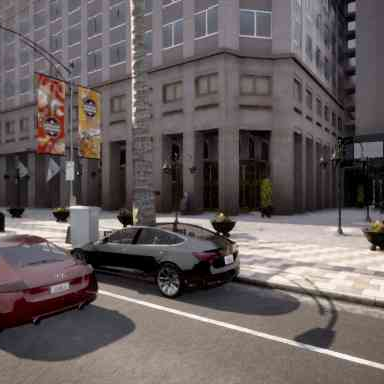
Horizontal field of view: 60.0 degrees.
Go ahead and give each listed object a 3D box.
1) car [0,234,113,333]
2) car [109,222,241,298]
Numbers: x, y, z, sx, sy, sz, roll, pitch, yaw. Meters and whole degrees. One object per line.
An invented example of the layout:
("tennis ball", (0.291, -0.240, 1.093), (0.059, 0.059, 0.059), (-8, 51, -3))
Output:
("car", (-3.823, 1.564, 6.714), (4.181, 1.385, 1.994), (0, 0, 36))
("car", (-1.109, 1.513, 8.579), (4.786, 1.482, 2.161), (0, 0, 35))
